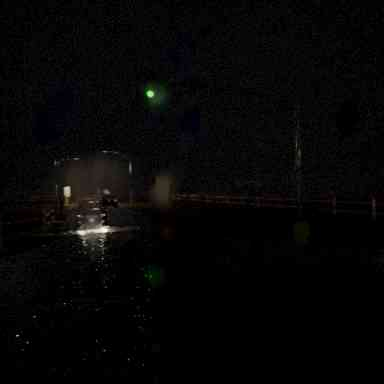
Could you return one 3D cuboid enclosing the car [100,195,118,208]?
[{"bbox_3d":[-10.714,1.102,42.128,2.097,1.767,4.553,-2,1,-19],"label":"car"}]

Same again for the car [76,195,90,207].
[{"bbox_3d":[-16.500,1.300,50.024,1.882,1.535,5.008,-2,1,-19],"label":"car"}]

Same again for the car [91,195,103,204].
[{"bbox_3d":[-17.243,1.257,60.443,1.812,1.442,4.674,-2,1,-19],"label":"car"}]

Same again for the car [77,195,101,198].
[{"bbox_3d":[-9.882,1.339,31.065,1.882,1.535,5.008,-2,1,-19],"label":"car"}]

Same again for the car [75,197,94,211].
[{"bbox_3d":[-13.141,1.401,40.469,1.994,1.385,4.181,-2,1,-19],"label":"car"}]

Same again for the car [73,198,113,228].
[{"bbox_3d":[-6.678,1.385,21.800,2.128,1.511,4.902,-2,1,-19],"label":"car"}]
